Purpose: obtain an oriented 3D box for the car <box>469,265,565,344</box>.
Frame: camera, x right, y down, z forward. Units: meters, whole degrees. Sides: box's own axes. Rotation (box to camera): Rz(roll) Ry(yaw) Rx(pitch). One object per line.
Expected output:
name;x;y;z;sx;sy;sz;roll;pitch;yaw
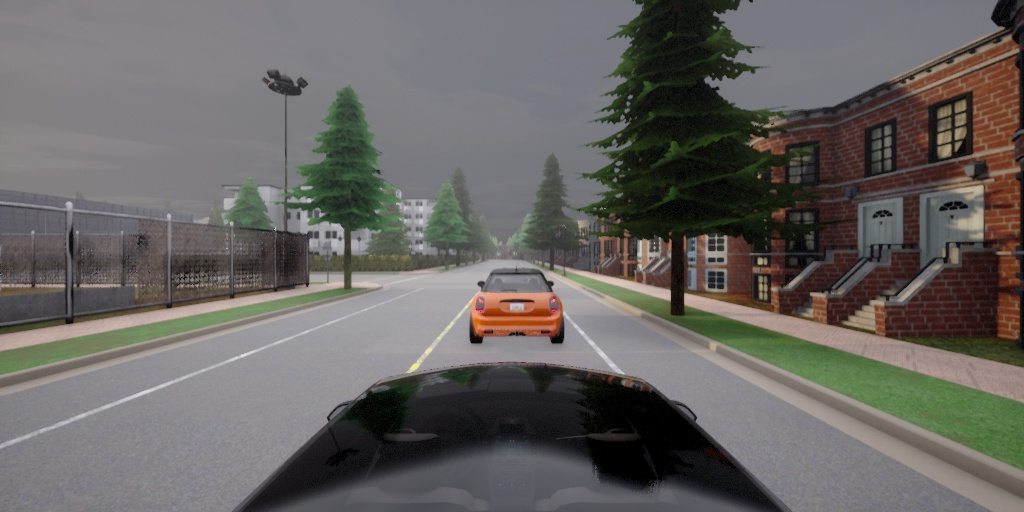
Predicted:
car;0.102;1.090;9.708;2.097;1.767;4.553;0;0;0
